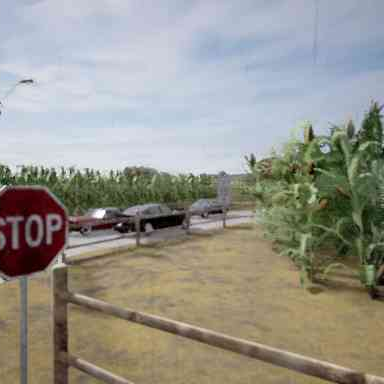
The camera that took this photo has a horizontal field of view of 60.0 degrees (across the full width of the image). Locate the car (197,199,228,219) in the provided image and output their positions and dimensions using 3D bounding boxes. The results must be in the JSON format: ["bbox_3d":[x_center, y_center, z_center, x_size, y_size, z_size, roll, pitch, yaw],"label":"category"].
[{"bbox_3d":[1.225,1.348,27.641,2.128,1.511,4.902,-1,0,36],"label":"car"}]

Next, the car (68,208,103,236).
[{"bbox_3d":[-5.184,1.587,18.724,1.895,1.301,4.718,-1,0,37],"label":"car"}]

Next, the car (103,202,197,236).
[{"bbox_3d":[-2.083,1.406,18.104,1.882,1.535,5.008,-1,0,36],"label":"car"}]
